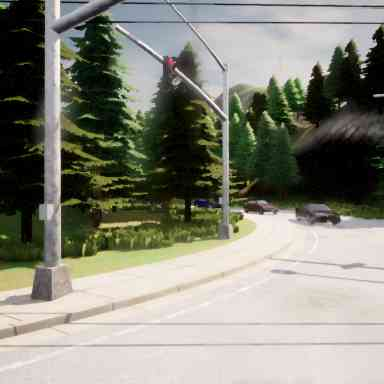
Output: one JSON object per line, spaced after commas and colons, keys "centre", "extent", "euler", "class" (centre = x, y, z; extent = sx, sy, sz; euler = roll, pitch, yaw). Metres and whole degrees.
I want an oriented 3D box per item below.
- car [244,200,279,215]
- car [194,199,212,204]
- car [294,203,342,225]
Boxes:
{"centre": [7.049, 1.526, 34.574], "extent": [1.812, 1.442, 4.674], "euler": [0, 0, -21], "class": "car"}
{"centre": [2.225, 1.478, 43.626], "extent": [1.882, 1.535, 5.008], "euler": [0, 0, -33], "class": "car"}
{"centre": [9.011, 1.548, 24.344], "extent": [2.033, 1.411, 5.357], "euler": [0, 0, 2], "class": "car"}
